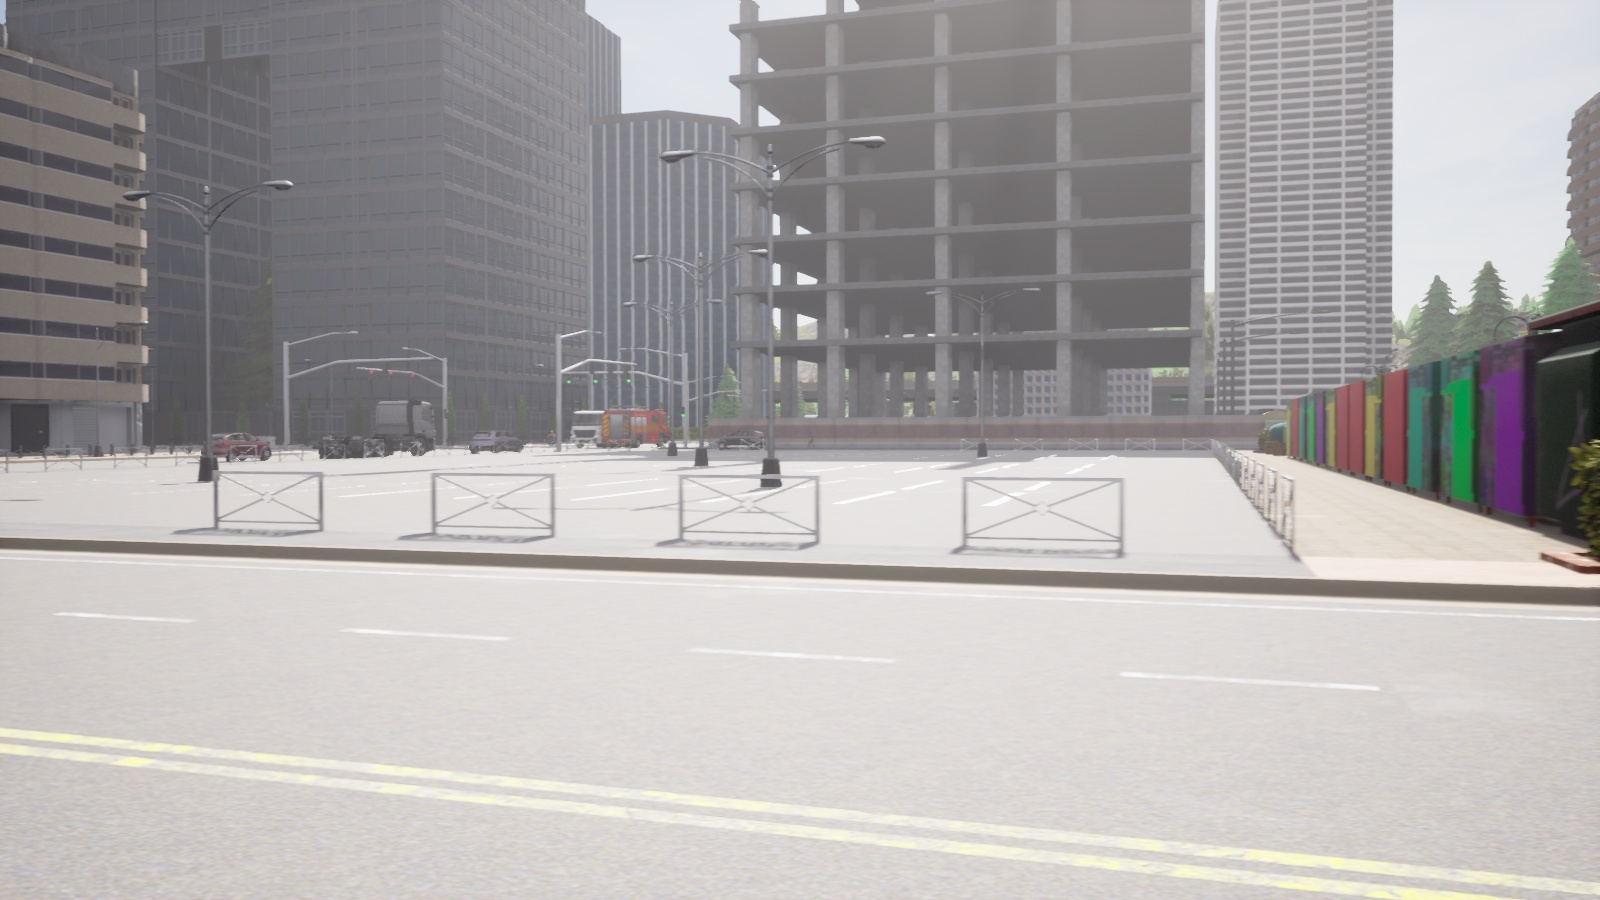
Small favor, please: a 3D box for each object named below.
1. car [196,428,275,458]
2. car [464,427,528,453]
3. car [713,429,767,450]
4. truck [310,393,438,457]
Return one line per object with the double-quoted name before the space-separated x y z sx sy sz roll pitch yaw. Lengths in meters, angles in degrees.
"car" -29.794 -0.373 66.395 1.789 1.549 3.705 0 1 17
"car" -20.507 -0.699 84.884 2.033 1.649 4.856 1 1 17
"car" -4.543 -0.794 95.351 3.705 1.549 1.789 1 1 17
"truck" -24.348 -1.404 72.239 2.891 3.462 7.936 0 1 17
